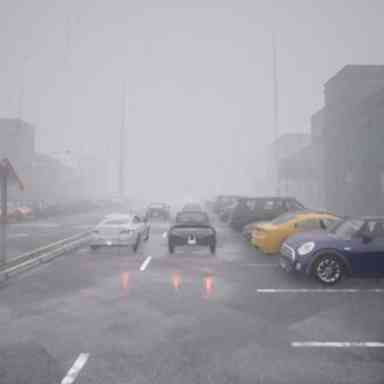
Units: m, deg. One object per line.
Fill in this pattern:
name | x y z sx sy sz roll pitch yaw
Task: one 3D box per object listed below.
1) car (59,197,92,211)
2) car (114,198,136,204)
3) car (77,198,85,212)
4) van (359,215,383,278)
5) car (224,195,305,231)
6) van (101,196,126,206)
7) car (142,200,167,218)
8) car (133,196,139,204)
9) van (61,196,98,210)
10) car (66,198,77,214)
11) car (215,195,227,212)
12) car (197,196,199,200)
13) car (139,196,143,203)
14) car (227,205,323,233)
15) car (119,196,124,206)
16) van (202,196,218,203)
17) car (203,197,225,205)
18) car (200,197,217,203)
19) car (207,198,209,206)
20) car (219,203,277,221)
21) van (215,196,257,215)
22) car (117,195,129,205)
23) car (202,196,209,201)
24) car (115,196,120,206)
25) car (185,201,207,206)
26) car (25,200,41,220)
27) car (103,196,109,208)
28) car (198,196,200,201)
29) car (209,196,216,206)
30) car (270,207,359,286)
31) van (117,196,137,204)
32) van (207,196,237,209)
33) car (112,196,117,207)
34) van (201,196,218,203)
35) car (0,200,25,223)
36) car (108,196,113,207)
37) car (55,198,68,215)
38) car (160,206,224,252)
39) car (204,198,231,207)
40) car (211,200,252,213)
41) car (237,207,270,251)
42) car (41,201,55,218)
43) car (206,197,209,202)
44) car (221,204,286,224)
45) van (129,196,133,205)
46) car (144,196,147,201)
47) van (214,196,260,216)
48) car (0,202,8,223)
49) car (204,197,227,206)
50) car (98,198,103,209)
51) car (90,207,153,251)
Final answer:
car | -15.471 1.729 41.316 4.892 1.521 2.231 0 0 0
car | -15.502 2.148 77.157 4.674 1.452 2.002 0 -1 0
car | -15.469 1.708 38.560 4.892 1.521 2.231 0 0 0
van | 4.593 1.287 3.712 4.442 1.987 1.878 0 0 0
car | 4.739 1.327 17.485 5.566 2.045 2.435 0 0 0
van | -15.613 1.747 66.132 4.442 1.987 1.878 0 -1 0
car | -2.994 1.683 29.381 1.812 1.442 4.674 0 0 0
car | -15.317 2.070 74.400 5.366 1.575 1.946 0 -1 0
van | -15.362 1.527 44.199 4.442 1.987 1.878 0 0 0
car | -15.467 1.687 35.803 4.892 1.521 2.231 0 0 0
car | 4.682 1.354 23.169 5.566 2.045 2.435 0 0 0
car | 4.526 2.168 84.178 5.366 1.575 1.946 0 -1 0
car | -15.514 2.181 82.672 5.008 1.535 2.097 0 -1 0
car | 4.896 1.588 20.264 5.366 1.575 1.946 0 0 0
car | -15.497 1.910 60.616 5.008 1.535 2.097 0 -1 0
van | 4.828 2.016 89.740 4.442 1.987 1.878 0 -1 0
car | 4.680 1.871 70.287 4.553 1.767 2.185 0 -1 0
car | 4.706 2.312 95.295 4.892 1.521 2.231 0 -1 0
car | 4.681 1.755 42.496 4.792 1.488 2.163 0 0 0
car | 4.708 1.673 28.601 4.674 1.452 2.002 0 0 0
van | 4.828 1.460 36.939 4.442 1.987 1.878 0 0 0
car | -15.522 1.689 63.374 5.566 2.045 2.435 0 -1 0
car | 4.683 1.519 48.057 5.566 2.045 2.435 0 -1 0
car | -15.492 1.921 57.858 4.674 1.452 2.002 0 -1 0
car | 0.004 1.722 29.323 1.994 1.385 4.181 0 0 0
car | -15.498 1.506 27.532 4.553 1.767 2.185 0 0 0
car | -15.669 1.797 49.588 5.366 1.575 1.946 0 -1 0
car | 4.706 2.135 81.399 5.008 1.535 2.097 0 -1 0
car | 4.739 1.398 31.381 5.566 2.045 2.435 0 0 0
car | 4.741 1.416 9.148 4.553 1.767 2.185 0 0 0
van | -15.623 1.918 79.917 4.442 1.987 1.878 0 -1 0
van | 4.594 1.569 50.834 4.442 1.987 1.878 0 -1 0
car | -15.517 1.882 55.102 4.792 1.488 2.163 0 -1 0
van | 4.829 2.051 92.519 4.442 1.987 1.878 0 -1 0
car | -15.496 1.489 24.775 4.553 1.767 2.185 0 0 0
car | -15.479 1.827 52.344 4.892 1.521 2.231 0 -1 0
car | -15.465 1.668 33.046 4.892 1.521 2.231 0 0 0
car | 0.005 1.577 14.299 2.128 1.511 4.902 0 0 0
car | 4.705 1.904 61.947 4.892 1.521 2.231 0 -1 0
car | 4.708 1.746 39.841 4.674 1.452 2.002 0 0 0
car | 4.716 1.567 14.706 4.892 1.521 2.231 0 0 0
car | -15.438 1.523 30.290 4.553 1.767 2.185 0 0 0
car | 4.704 1.749 45.274 4.892 1.521 2.231 0 0 0
car | 4.707 1.658 25.886 4.674 1.452 2.002 0 0 0
van | -15.617 1.812 71.644 4.442 1.987 1.878 0 -1 0
car | -15.541 2.004 88.190 5.566 2.045 2.435 0 -1 0
van | 4.594 1.440 34.162 4.442 1.987 1.878 0 0 0
car | -15.468 1.600 22.017 5.008 1.535 2.097 0 0 0
car | 4.680 1.839 67.506 4.553 1.767 2.185 0 -1 0
car | -15.479 1.815 46.829 4.674 1.452 2.002 0 0 0
car | -2.995 1.611 14.369 1.812 1.442 4.674 0 0 0
